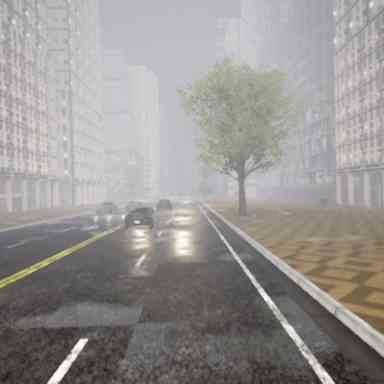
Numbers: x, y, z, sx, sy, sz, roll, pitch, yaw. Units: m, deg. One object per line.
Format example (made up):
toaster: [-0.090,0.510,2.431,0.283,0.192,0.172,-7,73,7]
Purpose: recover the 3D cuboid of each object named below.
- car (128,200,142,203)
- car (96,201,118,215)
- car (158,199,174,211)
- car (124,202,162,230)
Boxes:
car: [-6.821,1.757,39.758,2.128,1.511,4.902,-2,0,0]
car: [-10.070,1.850,39.735,1.812,1.442,4.674,-2,0,0]
car: [-3.501,1.631,43.794,1.882,1.535,5.008,-2,0,0]
car: [-3.346,1.645,22.422,1.812,1.442,4.674,-2,0,0]
